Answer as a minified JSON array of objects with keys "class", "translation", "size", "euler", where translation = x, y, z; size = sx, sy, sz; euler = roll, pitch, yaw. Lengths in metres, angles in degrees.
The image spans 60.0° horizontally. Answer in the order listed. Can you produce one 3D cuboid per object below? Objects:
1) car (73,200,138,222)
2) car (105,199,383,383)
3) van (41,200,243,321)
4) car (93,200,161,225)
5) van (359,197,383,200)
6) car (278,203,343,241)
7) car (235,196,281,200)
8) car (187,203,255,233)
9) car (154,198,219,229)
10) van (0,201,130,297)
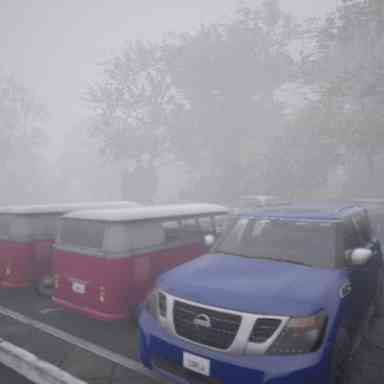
[{"class":"car","translation":[-7.053,1.486,27.636],"size":[2.231,1.521,4.892],"euler":[0,0,35]},{"class":"car","translation":[1.640,1.254,5.359],"size":[2.435,2.045,5.566],"euler":[0,0,35]},{"class":"van","translation":[-0.561,1.276,7.103],"size":[1.878,1.987,4.442],"euler":[0,0,35]},{"class":"car","translation":[-4.901,1.485,25.870],"size":[1.946,1.575,5.366],"euler":[0,0,35]},{"class":"van","translation":[8.845,1.279,16.463],"size":[1.878,1.987,4.442],"euler":[0,0,35]},{"class":"car","translation":[6.624,1.499,18.128],"size":[1.946,1.575,5.366],"euler":[0,0,35]},{"class":"car","translation":[4.271,1.248,19.609],"size":[2.435,2.045,5.566],"euler":[0,0,35]},{"class":"car","translation":[1.976,1.526,21.171],"size":[2.163,1.488,4.792],"euler":[0,0,35]},{"class":"car","translation":[-0.253,1.368,22.829],"size":[2.185,1.767,4.553],"euler":[0,0,35]},{"class":"van","translation":[-2.845,1.273,8.728],"size":[1.878,1.987,4.442],"euler":[0,0,35]}]
